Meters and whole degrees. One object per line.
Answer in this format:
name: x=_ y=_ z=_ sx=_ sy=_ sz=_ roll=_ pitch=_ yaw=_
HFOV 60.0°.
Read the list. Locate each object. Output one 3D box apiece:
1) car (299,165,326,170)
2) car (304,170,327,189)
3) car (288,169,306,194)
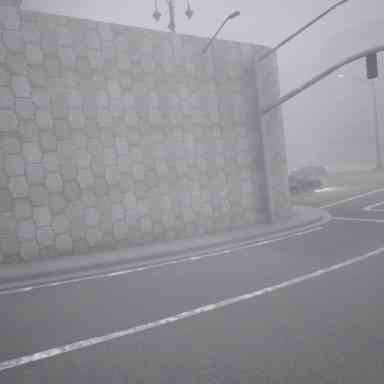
car: x=14.442 y=-2.529 z=41.923 sx=1.837 sy=1.490 sz=4.892 roll=-10 pitch=6 yaw=-35
car: x=9.625 y=-0.901 z=30.397 sx=1.994 sy=1.385 sz=4.181 roll=-10 pitch=6 yaw=-34
car: x=6.803 y=-0.598 z=28.335 sx=2.097 sy=1.767 sz=4.553 roll=-10 pitch=6 yaw=-35
